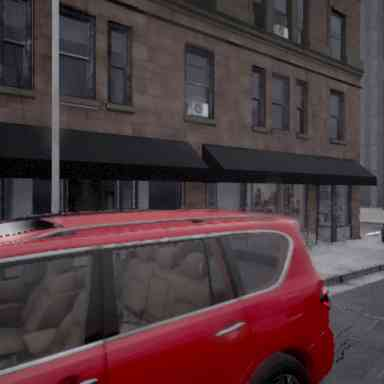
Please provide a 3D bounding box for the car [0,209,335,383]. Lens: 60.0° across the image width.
[{"bbox_3d":[-1.151,1.221,2.617,5.566,2.045,2.150,0,0,-36],"label":"car"}]
